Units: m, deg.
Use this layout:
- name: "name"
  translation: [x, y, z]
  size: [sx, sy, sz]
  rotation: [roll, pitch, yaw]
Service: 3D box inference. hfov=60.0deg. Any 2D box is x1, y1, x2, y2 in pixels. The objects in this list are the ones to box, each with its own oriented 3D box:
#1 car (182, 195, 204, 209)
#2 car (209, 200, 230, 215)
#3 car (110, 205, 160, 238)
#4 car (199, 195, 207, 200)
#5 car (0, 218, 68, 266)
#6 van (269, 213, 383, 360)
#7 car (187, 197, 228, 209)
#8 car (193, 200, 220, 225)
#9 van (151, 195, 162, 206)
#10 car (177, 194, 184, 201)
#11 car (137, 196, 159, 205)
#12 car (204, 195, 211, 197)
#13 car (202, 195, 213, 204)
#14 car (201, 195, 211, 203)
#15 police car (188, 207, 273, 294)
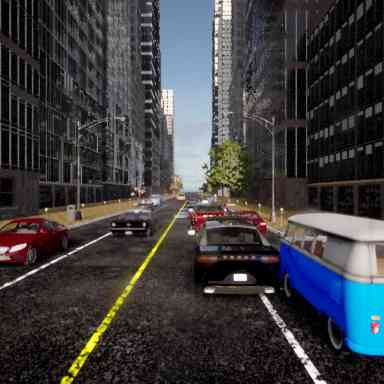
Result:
- name: "car"
  translation: [0.156, 1.485, 45.712]
  size: [2.128, 1.511, 4.902]
  rotation: [0, 0, 0]
- name: "car"
  translation: [2.801, 1.581, 34.251]
  size: [1.802, 1.307, 4.206]
  rotation: [0, 0, 0]
- name: "car"
  translation: [-2.945, 1.600, 17.701]
  size: [1.895, 1.301, 4.718]
  rotation: [0, 0, 0]
- name: "car"
  translation: [2.986, 1.462, 91.175]
  size: [1.887, 1.381, 4.507]
  rotation: [0, 0, 0]
- name: "car"
  translation: [-5.654, 1.582, 11.511]
  size: [1.802, 1.307, 4.206]
  rotation: [0, 0, 0]
- name: "van"
  translation: [2.709, 1.341, 5.789]
  size: [1.690, 1.788, 3.998]
  rotation: [0, 0, 0]
- name: "car"
  translation: [0.911, 1.351, 18.776]
  size: [2.097, 1.767, 4.553]
  rotation: [0, 0, 0]
- name: "car"
  translation: [0.980, 1.455, 25.004]
  size: [1.801, 1.575, 5.366]
  rotation: [0, 0, 0]
- name: "van"
  translation: [-5.524, 1.328, 51.359]
  size: [1.690, 1.788, 3.998]
  rotation: [0, 0, 0]
- name: "car"
  translation: [-2.729, 1.284, 84.231]
  size: [2.097, 1.767, 4.553]
  rotation: [0, 0, 0]
- name: "car"
  translation: [-5.562, 1.548, 39.974]
  size: [2.008, 1.369, 4.403]
  rotation: [0, 0, 0]
- name: "car"
  translation: [2.838, 1.544, 45.636]
  size: [2.008, 1.369, 4.403]
  rotation: [0, 0, 0]
- name: "car"
  translation: [2.893, 1.410, 62.713]
  size: [1.967, 1.590, 4.097]
  rotation: [0, 0, 0]
- name: "car"
  translation: [2.911, 1.401, 68.405]
  size: [1.967, 1.590, 4.097]
  rotation: [0, 0, 0]
- name: "police car"
  translation: [0.928, 1.425, 8.924]
  size: [1.930, 1.638, 5.238]
  rotation: [0, 0, 0]
